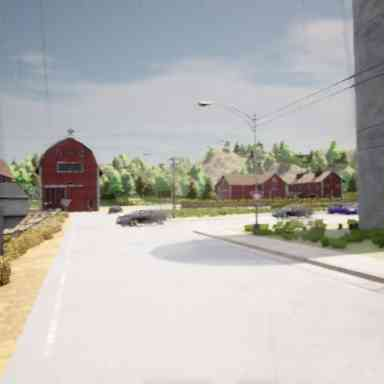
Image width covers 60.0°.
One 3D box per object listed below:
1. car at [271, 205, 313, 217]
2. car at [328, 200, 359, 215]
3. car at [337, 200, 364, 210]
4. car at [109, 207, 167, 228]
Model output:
[{"bbox_3d":[11.150,2.239,36.976,4.902,1.511,2.128,0,-1,-19],"label":"car"},{"bbox_3d":[20.479,2.273,44.641,2.242,1.667,4.611,0,-1,-19],"label":"car"},{"bbox_3d":[29.372,2.387,61.760,1.932,1.855,4.605,0,-1,-19],"label":"car"},{"bbox_3d":[-4.482,2.301,29.692,4.902,1.511,2.128,1,-2,-43],"label":"car"}]
